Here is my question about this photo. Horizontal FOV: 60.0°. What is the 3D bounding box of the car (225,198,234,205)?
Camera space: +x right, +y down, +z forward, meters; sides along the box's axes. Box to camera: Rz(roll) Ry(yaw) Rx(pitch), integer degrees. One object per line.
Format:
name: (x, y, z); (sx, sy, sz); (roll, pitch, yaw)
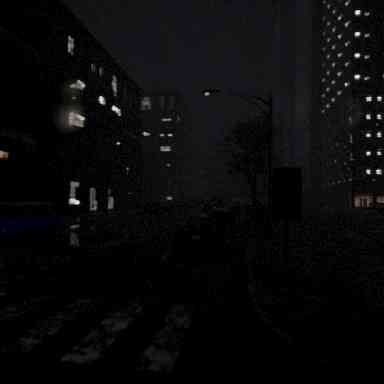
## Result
car: (9.651, 2.397, 86.343); (2.097, 1.767, 4.553); (1, -1, 3)

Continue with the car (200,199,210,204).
car: (3.453, 2.478, 86.884); (1.887, 1.381, 4.507); (2, 0, 9)

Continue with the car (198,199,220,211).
car: (2.335, 1.996, 42.875); (1.812, 1.442, 4.674); (1, -1, 10)

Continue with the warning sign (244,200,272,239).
warning sign: (3.280, 1.346, 16.620); (1.300, 1.860, 1.060); (0, -2, 9)

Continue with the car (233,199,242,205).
car: (11.733, 2.517, 85.581); (1.967, 1.590, 4.097); (2, 0, 9)

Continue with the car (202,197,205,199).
car: (2.596, 2.177, 81.383); (2.192, 1.841, 5.009); (2, 0, 9)

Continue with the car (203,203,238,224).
car: (2.219, 1.838, 25.061); (1.887, 1.381, 4.507); (2, 0, 9)

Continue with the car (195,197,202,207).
car: (0.003, 1.961, 64.880); (2.192, 1.841, 5.009); (2, 0, 9)

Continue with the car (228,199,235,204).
car: (10.967, 2.657, 92.327); (1.812, 1.442, 4.674); (1, -1, 9)

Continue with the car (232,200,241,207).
car: (10.001, 2.483, 74.576); (2.008, 1.369, 4.403); (2, 0, 9)

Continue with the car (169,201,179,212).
car: (-3.464, 1.912, 42.871); (2.008, 1.369, 4.403); (2, 0, 9)

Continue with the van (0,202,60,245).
van: (-7.779, 1.352, 15.364); (1.690, 1.788, 3.998); (2, 0, 9)

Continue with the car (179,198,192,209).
car: (-1.735, 2.069, 53.874); (1.947, 1.339, 4.313); (2, 0, 9)

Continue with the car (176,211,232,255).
car: (0.490, 1.720, 14.059); (1.947, 1.339, 4.313); (2, 0, 9)

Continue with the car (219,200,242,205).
car: (4.813, 2.055, 41.567); (2.008, 1.369, 4.403); (2, 0, 9)

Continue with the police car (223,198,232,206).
police car: (8.288, 2.346, 76.652); (1.930, 1.638, 5.238); (1, -1, 6)

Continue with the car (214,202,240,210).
car: (3.084, 1.914, 30.563); (2.008, 1.369, 4.403); (2, 0, 9)

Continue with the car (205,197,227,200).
car: (3.834, 1.817, 52.698); (2.150, 2.045, 5.566); (1, -1, 9)

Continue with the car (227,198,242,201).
car: (6.570, 2.173, 52.739); (1.752, 1.417, 4.829); (2, 0, 9)

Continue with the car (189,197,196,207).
car: (-0.895, 2.097, 59.208); (1.752, 1.417, 4.829); (2, 0, 9)

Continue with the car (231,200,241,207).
car: (9.136, 2.411, 69.076); (2.008, 1.369, 4.403); (2, 0, 9)

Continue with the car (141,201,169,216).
car: (-4.328, 1.856, 37.369); (1.947, 1.339, 4.313); (2, 0, 9)
